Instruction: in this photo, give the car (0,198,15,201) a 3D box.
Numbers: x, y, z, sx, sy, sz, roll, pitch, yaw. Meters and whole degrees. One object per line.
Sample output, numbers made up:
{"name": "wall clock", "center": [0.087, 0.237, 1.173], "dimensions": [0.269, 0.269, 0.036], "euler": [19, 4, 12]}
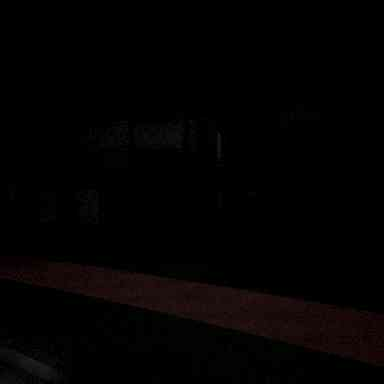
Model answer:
{"name": "car", "center": [-18.241, 1.350, 31.352], "dimensions": [1.837, 1.490, 4.892], "euler": [0, 0, 23]}
